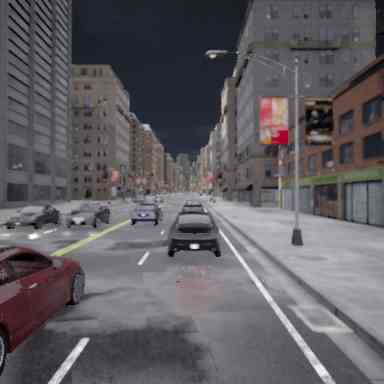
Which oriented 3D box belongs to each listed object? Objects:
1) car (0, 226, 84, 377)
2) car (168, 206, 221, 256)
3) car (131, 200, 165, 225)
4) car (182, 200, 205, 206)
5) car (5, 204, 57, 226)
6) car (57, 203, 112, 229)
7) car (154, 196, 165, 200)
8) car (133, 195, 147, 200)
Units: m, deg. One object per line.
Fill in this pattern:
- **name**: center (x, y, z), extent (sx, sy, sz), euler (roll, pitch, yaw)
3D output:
- **car**: center (-3.159, 1.526, 5.058), extent (1.812, 1.442, 4.674), euler (0, 0, 0)
- **car**: center (0.091, 1.503, 13.153), extent (1.837, 1.490, 4.892), euler (0, 0, 0)
- **car**: center (-3.150, 1.540, 24.023), extent (2.033, 1.411, 5.357), euler (0, 0, 0)
- **car**: center (0.101, 1.481, 29.540), extent (2.128, 1.511, 4.902), euler (0, 0, 0)
- **car**: center (-9.848, 1.520, 21.118), extent (1.812, 1.442, 4.674), euler (0, 0, 0)
- **car**: center (-6.597, 1.486, 21.699), extent (2.128, 1.511, 4.902), euler (0, 0, 0)
- **car**: center (-6.495, 1.454, 65.842), extent (2.128, 1.511, 4.902), euler (0, 0, 0)
- **car**: center (-9.764, 1.321, 62.624), extent (2.097, 1.767, 4.553), euler (0, 0, 0)
